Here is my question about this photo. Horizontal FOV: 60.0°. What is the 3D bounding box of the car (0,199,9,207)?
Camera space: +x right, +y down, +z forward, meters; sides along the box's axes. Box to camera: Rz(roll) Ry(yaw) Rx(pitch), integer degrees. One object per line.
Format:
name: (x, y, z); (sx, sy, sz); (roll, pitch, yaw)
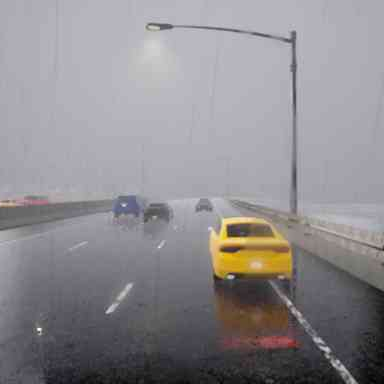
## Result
car: (-23.115, 1.626, 41.853); (1.882, 1.535, 5.008); (0, 0, 3)

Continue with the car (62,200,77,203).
car: (-16.042, 1.747, 43.318); (1.895, 1.301, 4.718); (0, 0, 3)

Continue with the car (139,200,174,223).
car: (-2.564, 1.577, 26.146); (1.837, 1.490, 4.892); (0, -1, 2)

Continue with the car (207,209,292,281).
car: (1.521, 1.502, 9.934); (1.882, 1.535, 5.008); (0, 0, 2)

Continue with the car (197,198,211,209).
car: (1.823, 1.624, 48.303); (1.882, 1.535, 5.008); (0, 0, 3)

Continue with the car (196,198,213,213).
car: (1.421, 1.711, 38.344); (1.895, 1.301, 4.718); (0, 0, 3)

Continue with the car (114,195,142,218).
car: (-5.841, 1.317, 31.980); (2.150, 2.045, 5.566); (0, 0, 2)

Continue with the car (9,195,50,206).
car: (-19.647, 1.363, 41.173); (2.150, 2.045, 5.566); (0, 0, 3)
